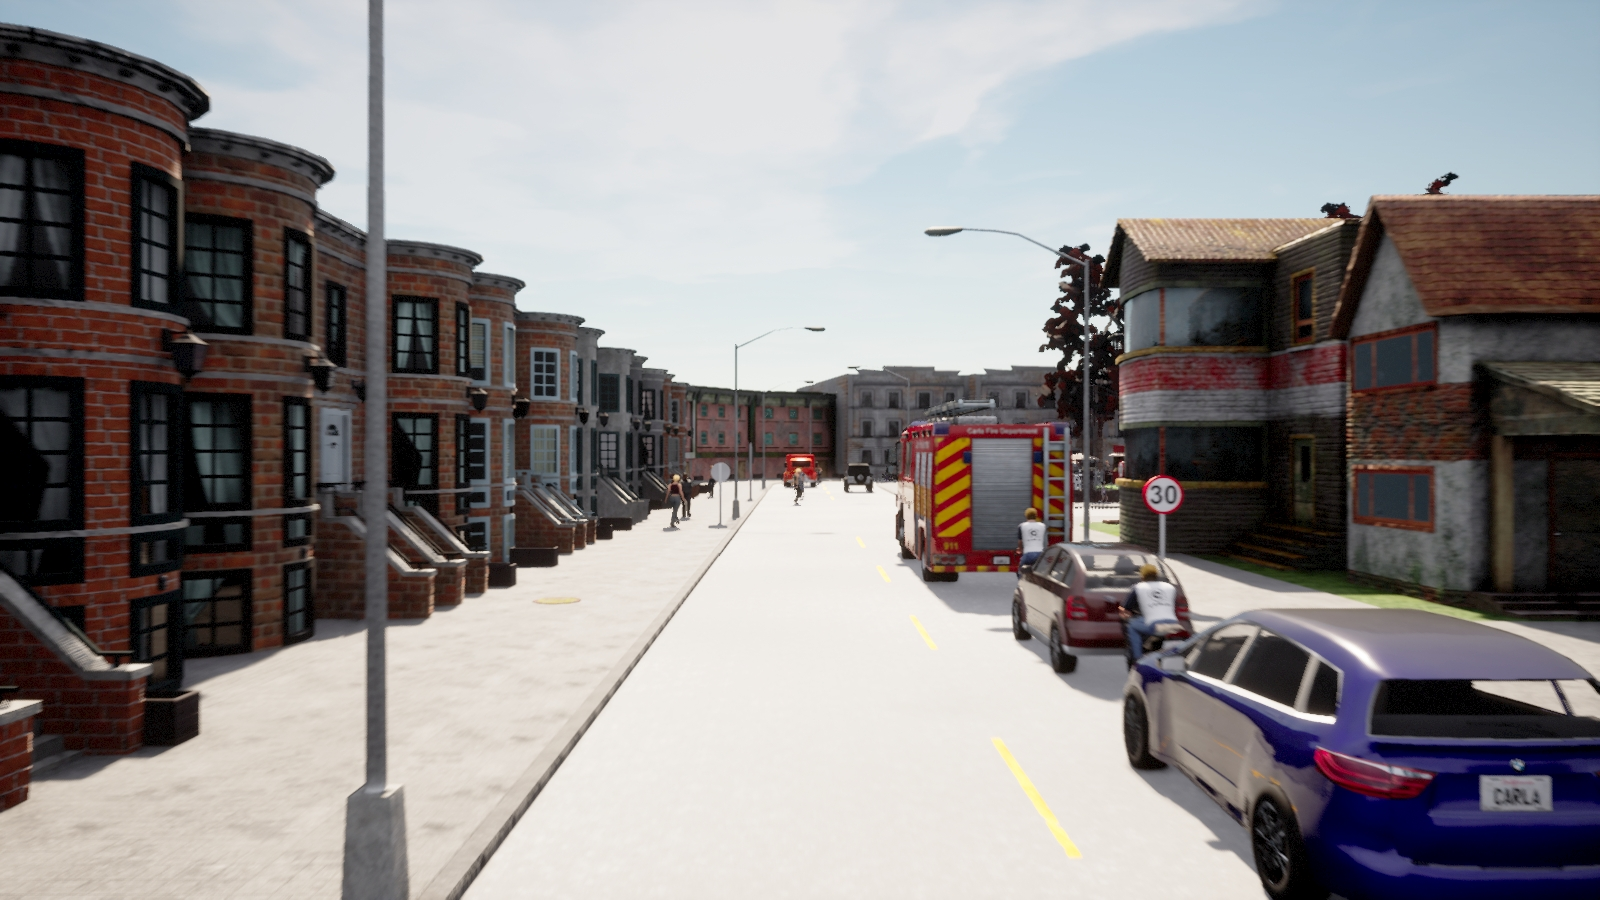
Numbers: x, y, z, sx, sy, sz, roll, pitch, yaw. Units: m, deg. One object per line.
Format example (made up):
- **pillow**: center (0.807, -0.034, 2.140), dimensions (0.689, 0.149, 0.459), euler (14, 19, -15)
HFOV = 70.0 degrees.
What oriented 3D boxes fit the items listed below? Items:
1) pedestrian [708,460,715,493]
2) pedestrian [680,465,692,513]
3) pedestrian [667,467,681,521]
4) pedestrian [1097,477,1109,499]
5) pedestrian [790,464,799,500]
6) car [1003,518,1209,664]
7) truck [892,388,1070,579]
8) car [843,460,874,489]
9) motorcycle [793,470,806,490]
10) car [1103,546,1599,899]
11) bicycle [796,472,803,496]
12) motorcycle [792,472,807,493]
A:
- **pedestrian**: center (-4.995, 1.524, 64.660), dimensions (0.375, 1.860, 0.375), euler (0, 0, 2)
- **pedestrian**: center (-4.462, 1.524, 44.653), dimensions (0.375, 1.860, 0.375), euler (0, 0, -18)
- **pedestrian**: center (-4.343, 1.523, 39.435), dimensions (0.375, 1.860, 0.375), euler (0, 0, 17)
- **pedestrian**: center (15.310, 1.896, 57.704), dimensions (0.500, 1.100, 0.500), euler (0, 0, 2)
- **pedestrian**: center (-0.262, 1.628, 58.307), dimensions (0.375, 1.860, 0.375), euler (0, 0, -17)
- **car**: center (4.003, 1.800, 15.560), dimensions (1.789, 1.549, 3.705), euler (0, 0, 0)
- **truck**: center (3.989, 0.671, 27.219), dimensions (2.891, 3.827, 8.468), euler (0, 0, 0)
- **car**: center (3.930, 1.637, 77.656), dimensions (1.905, 1.878, 3.866), euler (0, 0, 0)
- **motorcycle**: center (-0.033, 1.962, 74.262), dimensions (0.856, 1.236, 1.805), euler (0, 0, 0)
- **car**: center (3.999, 1.747, 8.549), dimensions (2.242, 1.667, 4.611), euler (0, 0, 0)
- **bicycle**: center (-0.029, 1.936, 64.887), dimensions (0.373, 1.296, 1.643), euler (0, 0, 0)
- **motorcycle**: center (-0.033, 1.962, 69.196), dimensions (0.856, 1.236, 1.805), euler (0, 0, 0)
